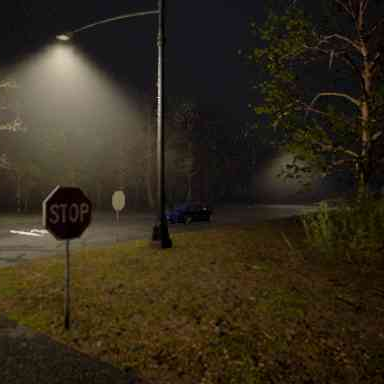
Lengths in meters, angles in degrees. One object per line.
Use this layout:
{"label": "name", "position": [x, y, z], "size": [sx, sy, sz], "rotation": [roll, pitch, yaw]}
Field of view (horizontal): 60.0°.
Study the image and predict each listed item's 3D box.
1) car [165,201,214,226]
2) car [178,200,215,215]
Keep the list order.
{"label": "car", "position": [-0.189, 1.591, 24.918], "size": [1.882, 1.535, 5.008], "rotation": [0, 0, 36]}
{"label": "car", "position": [0.600, 1.750, 37.880], "size": [1.812, 1.442, 4.674], "rotation": [0, 1, 36]}
